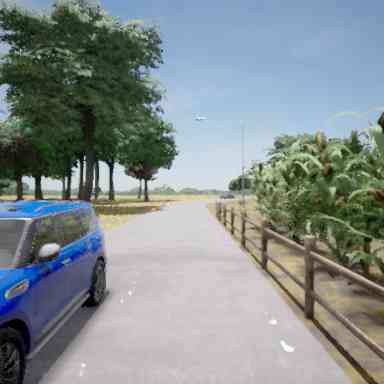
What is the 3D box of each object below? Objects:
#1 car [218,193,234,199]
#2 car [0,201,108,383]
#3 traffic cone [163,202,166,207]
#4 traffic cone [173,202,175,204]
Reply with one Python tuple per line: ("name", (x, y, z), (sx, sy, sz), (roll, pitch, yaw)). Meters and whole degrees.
("car", (8.377, 1.056, 80.449), (2.033, 1.411, 5.357), (0, 0, 34))
("car", (-2.851, 1.199, 4.905), (2.150, 2.045, 5.566), (0, 0, 0))
("traffic cone", (-3.851, 1.742, 46.277), (0.340, 0.580, 0.340), (0, 0, 0))
("traffic cone", (-3.072, 1.672, 56.627), (0.340, 0.580, 0.340), (0, 0, 9))
